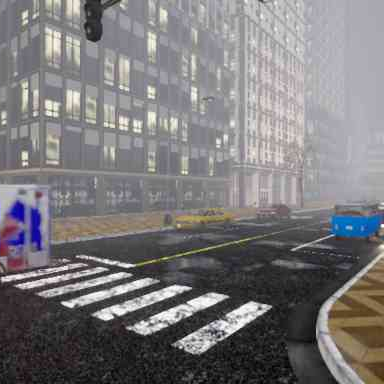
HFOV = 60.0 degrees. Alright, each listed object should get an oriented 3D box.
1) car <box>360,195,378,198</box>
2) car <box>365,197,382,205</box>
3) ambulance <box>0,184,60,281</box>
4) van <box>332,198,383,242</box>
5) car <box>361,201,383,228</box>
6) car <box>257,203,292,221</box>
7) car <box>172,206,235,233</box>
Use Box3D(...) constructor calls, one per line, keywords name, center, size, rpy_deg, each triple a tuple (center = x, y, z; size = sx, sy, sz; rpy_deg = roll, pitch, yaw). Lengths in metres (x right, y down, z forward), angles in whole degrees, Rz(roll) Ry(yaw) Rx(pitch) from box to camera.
Box3D(name="car", center=(30.925, 1.376, 58.463), size=(2.192, 1.841, 5.009), rpy_deg=(0, 0, 38))
Box3D(name="car", center=(34.348, 1.620, 62.848), size=(2.008, 1.369, 4.403), rpy_deg=(0, 0, 38))
Box3D(name="ambulance", center=(-6.207, 1.032, 6.819), size=(2.351, 2.431, 6.366), rpy_deg=(0, 0, 38))
Box3D(name="van", center=(8.164, 1.366, 16.317), size=(1.690, 1.788, 3.998), rpy_deg=(0, 0, 38))
Box3D(name="car", center=(13.172, 1.471, 22.912), size=(1.967, 1.590, 4.097), rpy_deg=(0, 0, 38))
Box3D(name="car", center=(6.960, 1.598, 27.762), size=(1.802, 1.307, 4.206), rpy_deg=(0, 0, 38))
Box3D(name="car", center=(0.800, 1.534, 20.081), size=(1.752, 1.417, 4.829), rpy_deg=(0, 0, 38))
